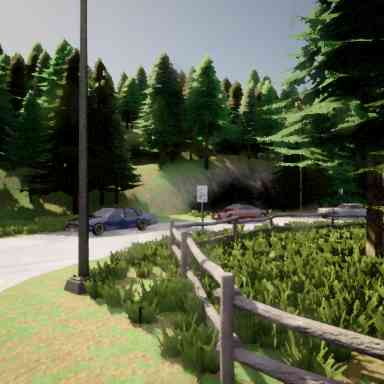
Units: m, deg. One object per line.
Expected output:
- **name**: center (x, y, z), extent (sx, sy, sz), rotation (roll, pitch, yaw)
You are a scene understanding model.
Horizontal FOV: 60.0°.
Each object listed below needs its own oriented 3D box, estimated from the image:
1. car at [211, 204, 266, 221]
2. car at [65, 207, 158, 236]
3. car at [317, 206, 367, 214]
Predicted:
- **car**: center (3.550, 1.591, 25.152), extent (4.181, 1.385, 1.994), rotation (0, 0, -26)
- **car**: center (-4.400, 1.574, 19.122), extent (2.033, 1.411, 5.357), rotation (0, 0, 41)
- **car**: center (13.073, 1.628, 28.034), extent (4.718, 1.301, 1.895), rotation (0, 0, -6)
